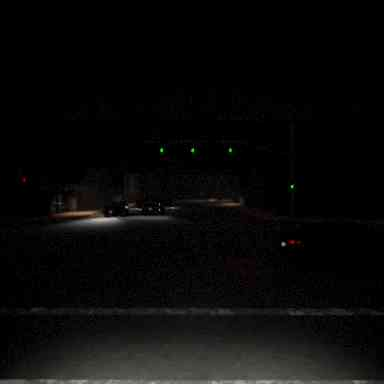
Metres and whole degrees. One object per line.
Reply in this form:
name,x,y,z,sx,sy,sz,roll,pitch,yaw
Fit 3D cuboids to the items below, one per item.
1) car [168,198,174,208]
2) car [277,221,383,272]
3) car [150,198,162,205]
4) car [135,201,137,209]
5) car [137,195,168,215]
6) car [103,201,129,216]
car,-4.041,1.777,54.867,1.812,1.442,4.674,0,0,0
car,4.869,1.613,10.472,4.181,1.385,1.994,0,0,0
car,-7.350,1.879,68.590,1.994,1.385,4.181,0,0,0
car,-7.580,1.739,51.176,1.837,1.490,4.892,0,0,1
car,-4.204,1.388,36.449,2.150,2.045,5.566,0,0,0
car,-7.722,1.648,34.200,2.128,1.511,4.902,0,0,0
